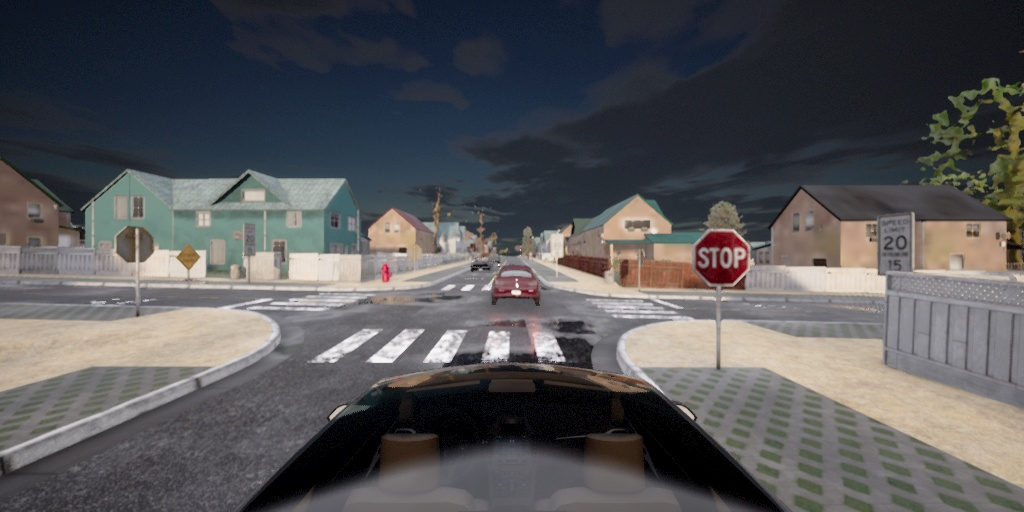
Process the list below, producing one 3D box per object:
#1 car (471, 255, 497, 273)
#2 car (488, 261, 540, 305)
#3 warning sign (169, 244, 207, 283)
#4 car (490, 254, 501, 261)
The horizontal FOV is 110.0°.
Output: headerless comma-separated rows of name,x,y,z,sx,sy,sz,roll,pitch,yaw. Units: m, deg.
car,-2.743,0.842,33.504,1.895,1.301,4.718,0,1,0
car,0.163,1.108,14.810,1.812,1.442,4.674,1,0,0
warning sign,-15.739,0.337,17.441,1.060,1.860,1.300,0,0,0
car,-2.645,0.460,53.769,1.837,1.490,4.892,0,0,1
